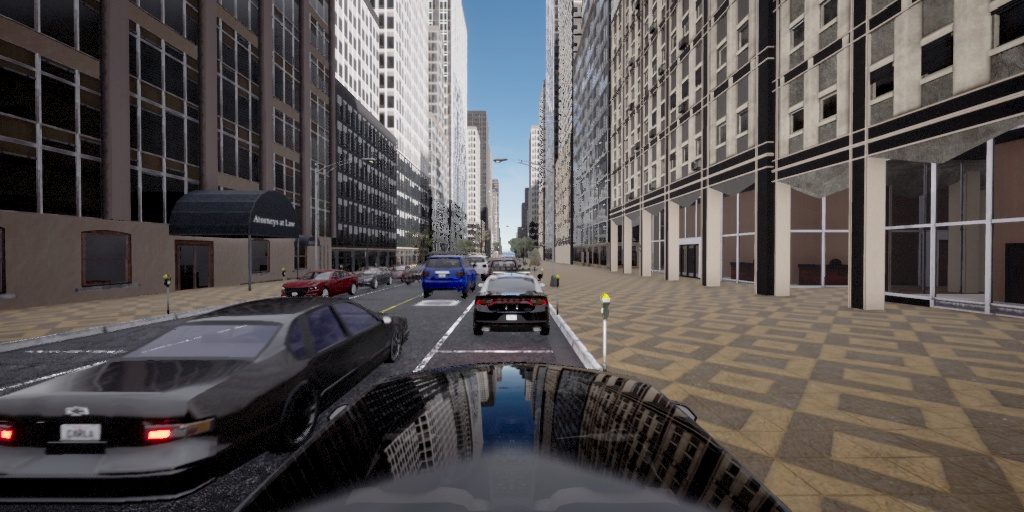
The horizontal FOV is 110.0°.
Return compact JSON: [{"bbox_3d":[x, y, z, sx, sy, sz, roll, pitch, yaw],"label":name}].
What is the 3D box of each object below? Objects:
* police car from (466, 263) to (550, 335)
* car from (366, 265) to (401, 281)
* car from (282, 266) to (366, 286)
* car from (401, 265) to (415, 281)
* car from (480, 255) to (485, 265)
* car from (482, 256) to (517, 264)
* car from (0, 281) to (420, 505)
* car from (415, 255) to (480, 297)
[{"bbox_3d":[-0.012,1.173,10.612,1.930,1.638,5.238,0,0,0],"label":"police car"},{"bbox_3d":[-8.838,1.297,22.523,2.007,1.370,4.403,0,0,0],"label":"car"},{"bbox_3d":[-8.837,1.292,16.839,1.888,1.381,4.507,0,0,0],"label":"car"},{"bbox_3d":[-6.246,1.293,25.961,2.033,1.411,5.357,0,0,0],"label":"car"},{"bbox_3d":[-3.051,0.968,32.136,2.150,2.045,5.566,0,0,0],"label":"car"},{"bbox_3d":[-0.457,1.061,22.523,2.192,1.841,5.009,0,0,0],"label":"car"},{"bbox_3d":[-3.056,1.297,5.052,2.033,1.411,5.357,0,0,0],"label":"car"},{"bbox_3d":[-3.149,0.970,18.866,2.150,2.045,5.566,0,0,0],"label":"car"}]
